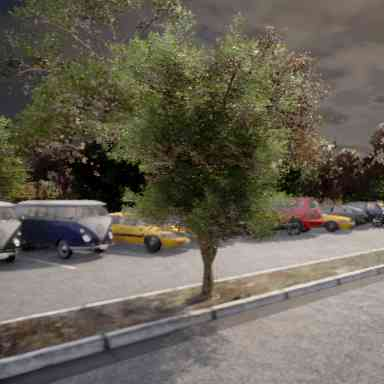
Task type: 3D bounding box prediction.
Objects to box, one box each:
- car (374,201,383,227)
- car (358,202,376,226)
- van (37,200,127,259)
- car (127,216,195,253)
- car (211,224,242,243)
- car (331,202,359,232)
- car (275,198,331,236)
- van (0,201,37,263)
[{"bbox_3d":[12.020,1.538,24.698,4.553,1.767,2.185,-1,-1,34],"label":"car"},{"bbox_3d":[9.601,1.645,22.960,4.892,1.521,2.231,-1,-1,34],"label":"car"},{"bbox_3d":[-4.810,1.298,12.513,4.442,1.987,1.878,-1,-1,34],"label":"van"},{"bbox_3d":[-2.330,1.540,14.196,5.366,1.575,1.946,-1,-1,35],"label":"car"},{"bbox_3d":[-0.089,1.594,16.043,4.792,1.488,2.163,-1,-1,34],"label":"car"},{"bbox_3d":[7.348,1.619,21.124,5.366,1.575,1.946,-1,-1,34],"label":"car"},{"bbox_3d":[4.753,1.353,19.507,5.566,2.045,2.435,-1,-1,34],"label":"car"},{"bbox_3d":[-7.233,1.278,10.781,4.442,1.987,1.878,-1,-1,35],"label":"van"}]
